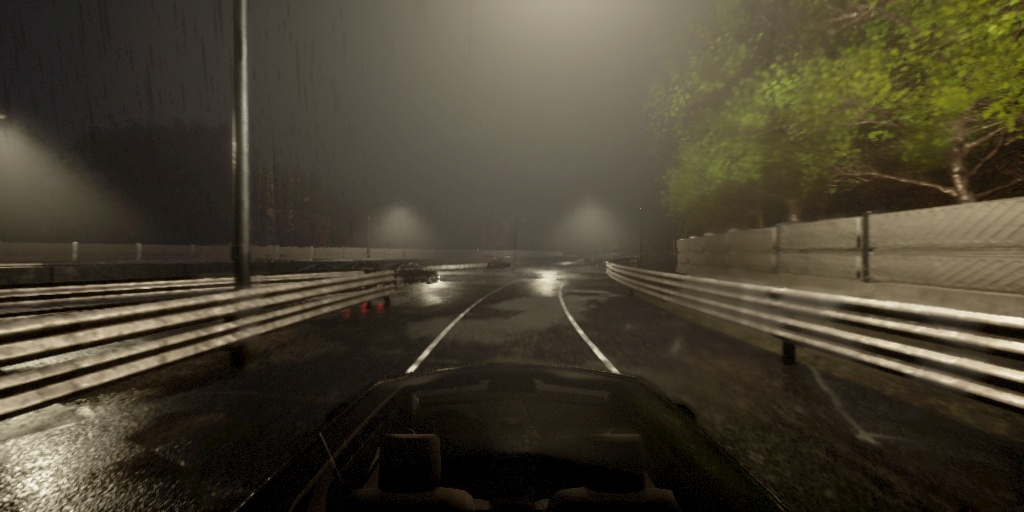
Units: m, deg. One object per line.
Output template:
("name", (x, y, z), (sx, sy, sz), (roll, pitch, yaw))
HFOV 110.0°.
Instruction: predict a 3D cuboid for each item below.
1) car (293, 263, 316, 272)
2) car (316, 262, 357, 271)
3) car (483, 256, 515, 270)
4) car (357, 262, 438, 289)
("car", (-12.935, 1.186, 24.868), (1.994, 1.385, 4.181), (0, 0, 26))
("car", (-9.752, 1.117, 23.410), (1.837, 1.490, 4.892), (0, 0, 26))
("car", (-1.655, 1.058, 47.471), (1.994, 1.385, 4.181), (0, 0, 27))
("car", (-6.547, 1.122, 21.976), (2.128, 1.511, 4.902), (1, 1, 26))
